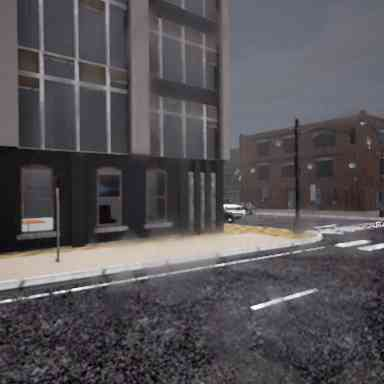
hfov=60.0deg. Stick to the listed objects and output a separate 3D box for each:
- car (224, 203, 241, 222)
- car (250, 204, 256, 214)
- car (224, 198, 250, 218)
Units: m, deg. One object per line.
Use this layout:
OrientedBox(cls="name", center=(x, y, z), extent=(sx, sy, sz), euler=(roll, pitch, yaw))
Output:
OrientedBox(cls="car", center=(1.759, 1.905, 28.665), extent=(1.947, 1.339, 4.313), euler=(-2, 0, -37))
OrientedBox(cls="car", center=(5.359, 1.876, 38.267), extent=(2.008, 1.369, 4.403), euler=(-2, 0, -37))
OrientedBox(cls="car", center=(2.576, 1.564, 32.123), extent=(2.150, 2.045, 5.566), euler=(-1, 0, -37))
